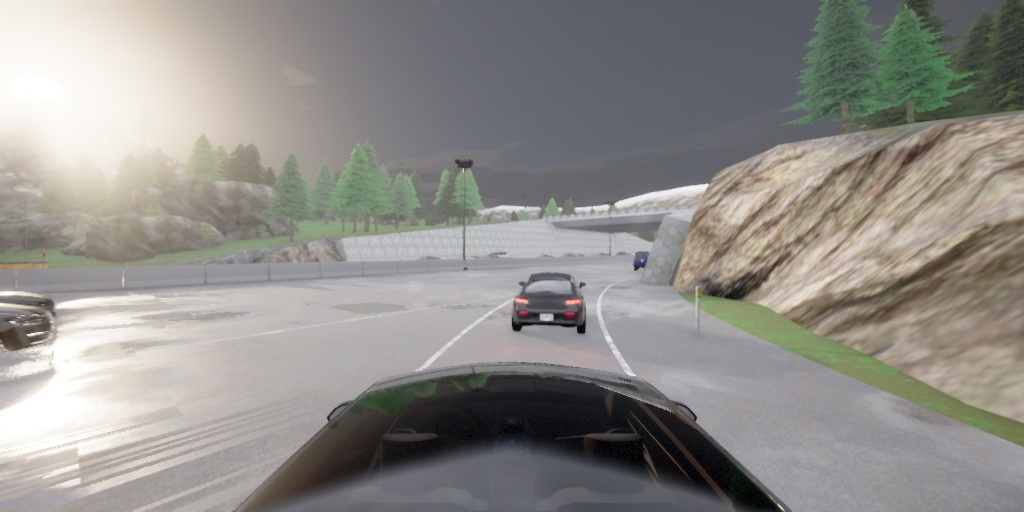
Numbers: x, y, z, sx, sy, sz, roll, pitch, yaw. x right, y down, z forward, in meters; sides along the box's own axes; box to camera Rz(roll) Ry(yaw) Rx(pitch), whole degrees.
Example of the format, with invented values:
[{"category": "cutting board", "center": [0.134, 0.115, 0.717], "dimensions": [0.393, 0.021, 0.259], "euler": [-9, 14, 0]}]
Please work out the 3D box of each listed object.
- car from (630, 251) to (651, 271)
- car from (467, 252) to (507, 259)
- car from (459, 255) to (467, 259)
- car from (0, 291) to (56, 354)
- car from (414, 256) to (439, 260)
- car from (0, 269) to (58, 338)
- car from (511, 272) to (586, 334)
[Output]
[{"category": "car", "center": [14.675, 0.539, 38.024], "dimensions": [2.150, 2.045, 5.566], "euler": [1, 1, 38]}, {"category": "car", "center": [-3.409, 0.638, 49.329], "dimensions": [1.882, 1.535, 5.008], "euler": [1, 1, 38]}, {"category": "car", "center": [-6.212, 0.609, 51.422], "dimensions": [1.882, 1.535, 5.008], "euler": [1, 1, 38]}, {"category": "car", "center": [-10.829, 1.186, 5.370], "dimensions": [2.128, 1.511, 4.902], "euler": [1, 1, 38]}, {"category": "car", "center": [-12.949, 0.656, 54.165], "dimensions": [1.994, 1.385, 4.181], "euler": [1, 1, 38]}, {"category": "car", "center": [-13.562, 1.171, 7.560], "dimensions": [1.837, 1.490, 4.892], "euler": [1, 1, 38]}, {"category": "car", "center": [1.121, 1.172, 10.249], "dimensions": [1.812, 1.442, 4.674], "euler": [0, 1, 9]}]
